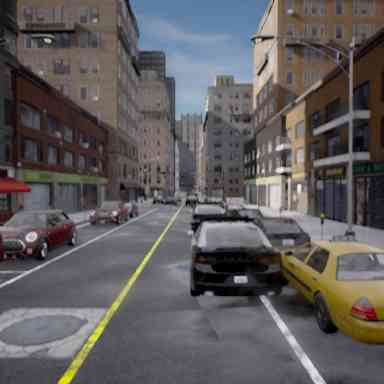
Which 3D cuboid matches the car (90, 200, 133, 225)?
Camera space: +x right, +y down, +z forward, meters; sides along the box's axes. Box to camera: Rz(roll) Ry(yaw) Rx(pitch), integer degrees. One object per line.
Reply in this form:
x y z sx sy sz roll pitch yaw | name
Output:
-5.679 1.366 23.116 1.967 1.590 4.097 -1 0 0 | car

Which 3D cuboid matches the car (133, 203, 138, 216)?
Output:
-5.678 1.490 28.702 1.802 1.307 4.206 -1 0 0 | car

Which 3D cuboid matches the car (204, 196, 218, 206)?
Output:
2.865 1.392 51.046 1.947 1.339 4.313 -1 0 0 | car

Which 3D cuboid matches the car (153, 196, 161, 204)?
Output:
-5.679 1.349 56.631 1.887 1.381 4.507 -1 0 0 | car

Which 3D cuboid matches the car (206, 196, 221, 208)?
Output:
2.864 1.372 45.630 1.752 1.417 4.829 -1 0 0 | car

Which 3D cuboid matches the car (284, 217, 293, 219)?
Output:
2.857 1.528 11.945 1.947 1.339 4.313 -1 0 0 | car

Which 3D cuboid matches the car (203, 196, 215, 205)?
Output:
2.866 1.387 56.632 1.802 1.307 4.206 -1 0 0 | car

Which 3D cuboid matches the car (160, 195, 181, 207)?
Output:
-3.061 1.439 48.046 1.895 1.301 4.718 0 0 0 | car

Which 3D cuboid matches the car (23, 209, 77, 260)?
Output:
-5.679 1.402 11.945 1.967 1.590 4.097 -1 0 0 | car

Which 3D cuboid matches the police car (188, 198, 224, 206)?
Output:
0.898 1.366 18.697 1.930 1.638 5.238 0 0 0 | police car

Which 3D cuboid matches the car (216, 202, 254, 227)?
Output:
2.860 1.477 23.117 2.008 1.369 4.403 -1 0 0 | car

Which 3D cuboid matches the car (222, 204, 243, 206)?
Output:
2.858 1.510 17.531 1.947 1.339 4.313 -1 0 0 | car

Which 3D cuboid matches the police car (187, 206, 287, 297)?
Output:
0.899 1.398 8.696 1.930 1.638 5.238 0 0 0 | police car

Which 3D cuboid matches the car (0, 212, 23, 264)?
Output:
-5.680 1.295 6.359 2.192 1.841 5.009 -1 0 0 | car

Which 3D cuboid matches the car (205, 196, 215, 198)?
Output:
2.863 1.419 39.874 2.008 1.369 4.403 -1 0 0 | car

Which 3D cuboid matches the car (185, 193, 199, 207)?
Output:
0.033 1.314 48.423 1.882 1.535 5.008 0 0 0 | car

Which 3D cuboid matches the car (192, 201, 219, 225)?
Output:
0.898 1.448 24.588 1.812 1.442 4.674 0 0 0 | car

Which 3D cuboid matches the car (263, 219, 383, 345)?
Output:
2.856 1.505 6.530 1.752 1.417 4.829 -1 0 0 | car
